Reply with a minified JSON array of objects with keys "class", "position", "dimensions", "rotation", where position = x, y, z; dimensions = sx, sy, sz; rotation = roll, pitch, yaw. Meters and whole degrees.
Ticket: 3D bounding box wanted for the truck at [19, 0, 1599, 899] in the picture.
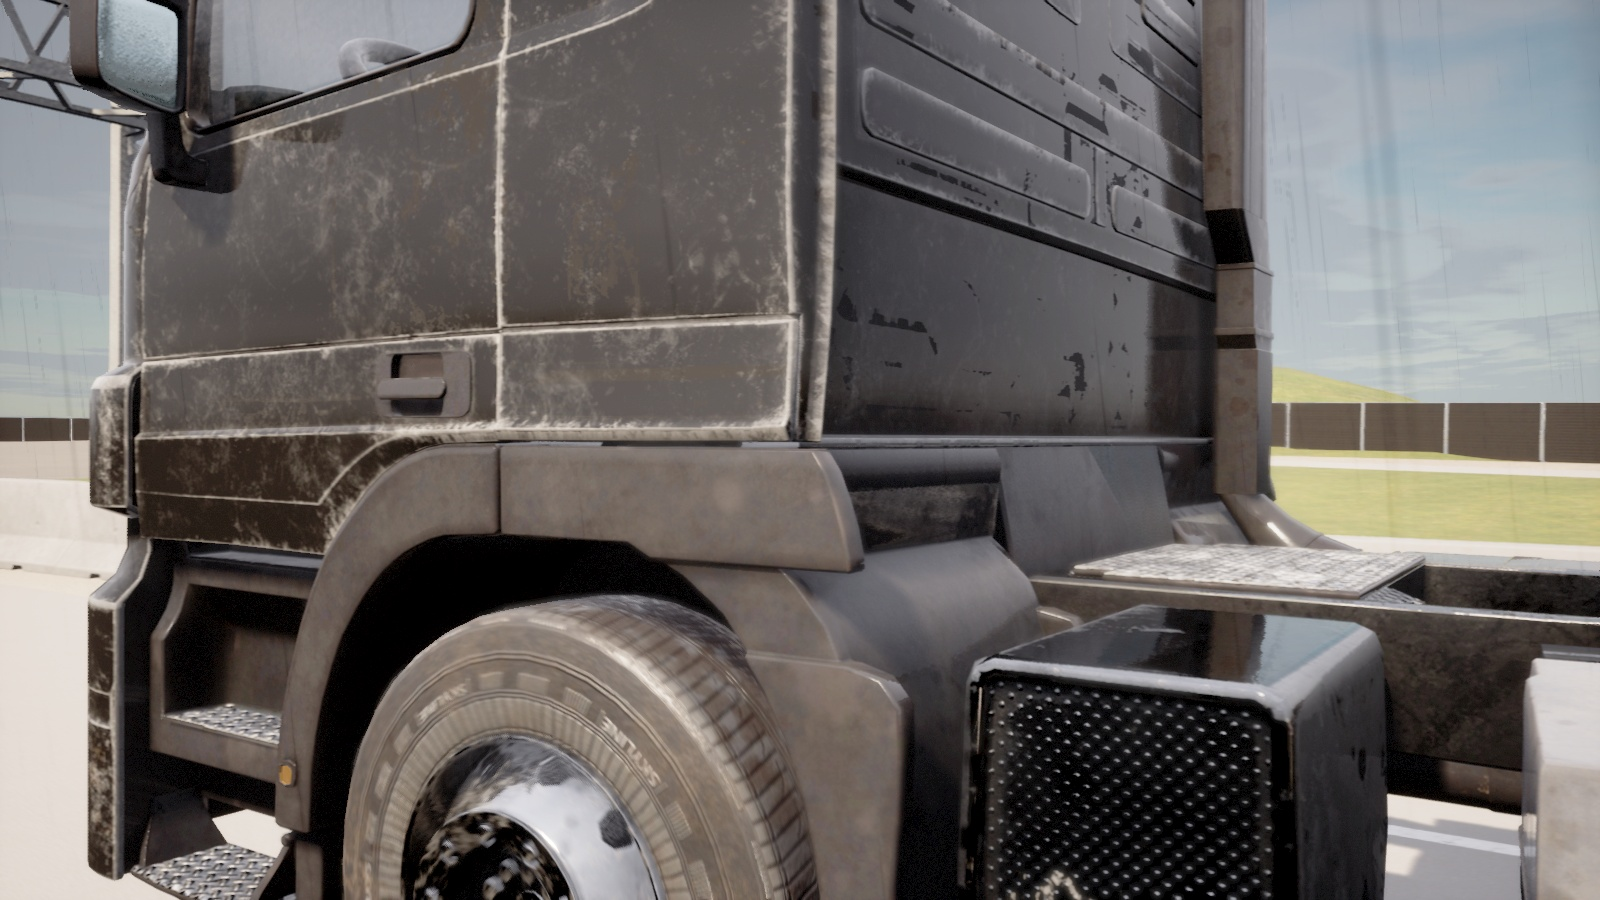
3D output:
[{"class":"truck","position":[2.149,-0.300,2.176],"dimensions":[7.936,3.462,2.891],"rotation":[0,1,34]}]
